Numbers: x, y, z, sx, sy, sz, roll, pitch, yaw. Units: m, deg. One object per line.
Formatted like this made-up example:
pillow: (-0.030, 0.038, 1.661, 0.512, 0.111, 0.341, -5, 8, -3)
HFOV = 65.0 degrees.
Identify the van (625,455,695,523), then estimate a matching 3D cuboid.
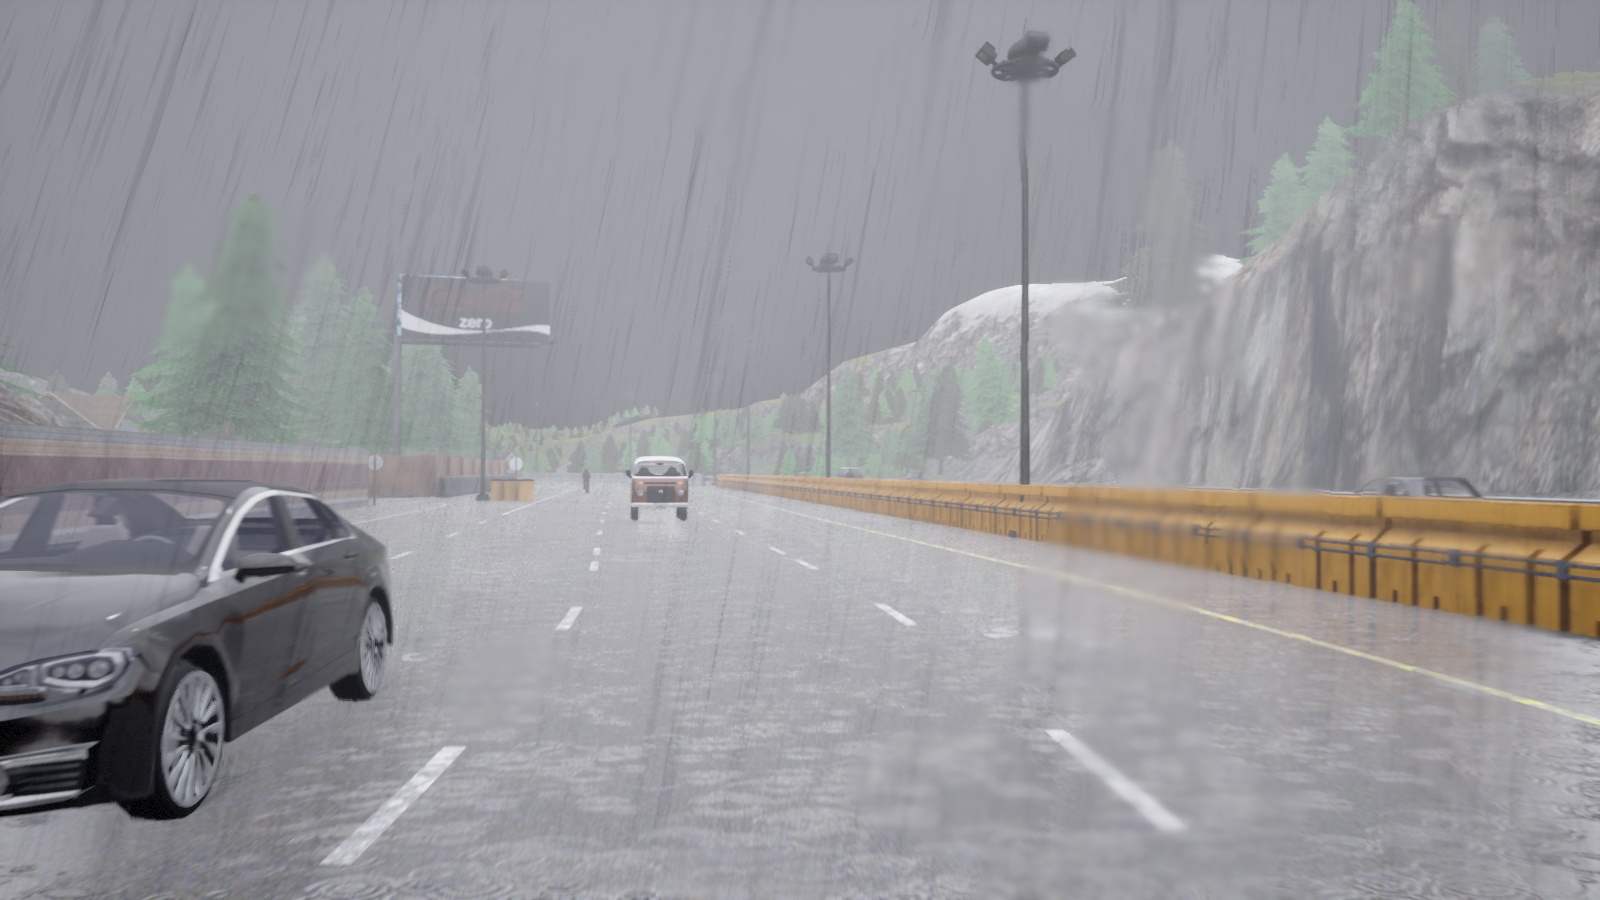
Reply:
van: (-4.522, 1.230, 40.021, 2.069, 2.038, 4.480, 0, -1, -8)

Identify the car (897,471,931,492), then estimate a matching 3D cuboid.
car: (8.792, 2.412, 96.849, 1.845, 1.501, 3.633, 0, -1, -8)

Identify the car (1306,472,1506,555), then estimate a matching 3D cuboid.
car: (11.905, 1.195, 24.953, 1.845, 1.501, 3.633, 0, -1, -8)

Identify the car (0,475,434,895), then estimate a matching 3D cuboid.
car: (-3.685, 0.904, 6.980, 2.128, 1.511, 4.902, 0, -1, -3)
